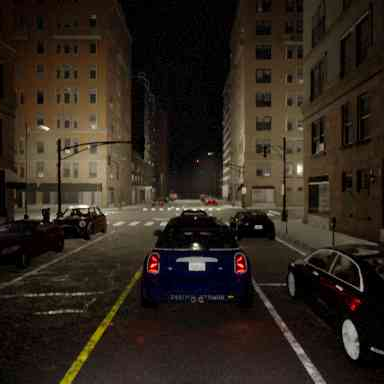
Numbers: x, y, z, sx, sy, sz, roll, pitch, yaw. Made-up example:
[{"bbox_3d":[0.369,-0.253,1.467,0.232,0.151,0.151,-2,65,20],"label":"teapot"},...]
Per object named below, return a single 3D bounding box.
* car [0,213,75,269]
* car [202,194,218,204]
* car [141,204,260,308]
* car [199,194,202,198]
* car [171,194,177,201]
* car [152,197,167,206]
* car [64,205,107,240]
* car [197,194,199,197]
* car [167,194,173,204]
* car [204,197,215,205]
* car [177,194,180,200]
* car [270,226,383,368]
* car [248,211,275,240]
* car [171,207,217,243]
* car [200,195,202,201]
[{"bbox_3d":[-5.634,1.579,11.101,1.802,1.307,4.206,0,0,0],"label":"car"},{"bbox_3d":[3.069,1.462,53.663,1.967,1.590,4.097,0,0,0],"label":"car"},{"bbox_3d":[0.105,1.350,8.063,2.097,1.767,4.553,0,0,0],"label":"car"},{"bbox_3d":[3.181,1.505,75.299,1.967,1.590,4.097,0,0,0],"label":"car"},{"bbox_3d":[-5.316,1.605,80.577,1.752,1.417,4.829,0,0,0],"label":"car"},{"bbox_3d":[-5.455,1.604,53.705,1.802,1.307,4.206,0,0,0],"label":"car"},{"bbox_3d":[-5.616,1.437,16.603,1.967,1.590,4.097,0,0,0],"label":"car"},{"bbox_3d":[3.264,1.434,91.526,2.192,1.841,5.009,0,0,0],"label":"car"},{"bbox_3d":[-5.399,1.590,64.522,2.008,1.369,4.403,0,0,0],"label":"car"},{"bbox_3d":[3.098,1.556,59.242,1.752,1.417,4.829,0,0,0],"label":"car"},{"bbox_3d":[-5.260,1.434,91.565,2.192,1.841,5.009,0,0,0],"label":"car"},{"bbox_3d":[2.873,1.549,5.571,2.008,1.369,4.403,0,0,0],"label":"car"},{"bbox_3d":[2.910,1.562,16.573,1.947,1.339,4.313,0,0,0],"label":"car"},{"bbox_3d":[0.100,1.560,16.646,1.994,1.385,4.181,0,0,1],"label":"car"},{"bbox_3d":[3.126,1.590,64.481,2.008,1.369,4.403,0,0,0],"label":"car"}]
